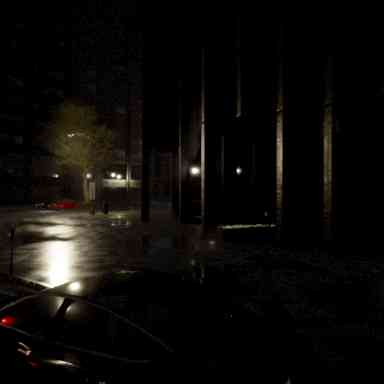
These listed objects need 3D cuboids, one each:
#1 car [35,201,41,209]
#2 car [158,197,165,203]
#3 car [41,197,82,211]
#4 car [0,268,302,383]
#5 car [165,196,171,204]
[{"bbox_3d":[-17.633,1.416,42.741,1.837,1.490,4.892,0,0,35],"label":"car"},{"bbox_3d":[-4.310,1.433,61.486,1.994,1.385,4.181,0,0,35],"label":"car"},{"bbox_3d":[-15.422,1.493,40.237,1.994,1.385,4.181,0,0,35],"label":"car"},{"bbox_3d":[-1.013,1.565,3.674,4.313,1.339,1.947,0,0,35],"label":"car"},{"bbox_3d":[-2.071,1.411,59.021,1.812,1.442,4.674,0,0,36],"label":"car"}]
